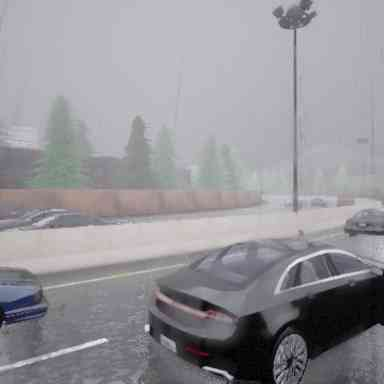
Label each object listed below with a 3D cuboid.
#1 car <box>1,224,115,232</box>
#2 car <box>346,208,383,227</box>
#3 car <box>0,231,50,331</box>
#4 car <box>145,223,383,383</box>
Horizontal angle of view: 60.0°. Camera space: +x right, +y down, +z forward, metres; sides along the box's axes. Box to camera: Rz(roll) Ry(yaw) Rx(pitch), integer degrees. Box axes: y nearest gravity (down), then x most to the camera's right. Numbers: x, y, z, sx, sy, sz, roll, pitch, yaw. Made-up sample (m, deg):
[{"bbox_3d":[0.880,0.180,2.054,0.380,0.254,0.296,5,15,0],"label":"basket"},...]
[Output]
[{"bbox_3d":[-5.292,1.568,13.369,4.674,1.442,1.812,0,0,-38],"label":"car"},{"bbox_3d":[9.563,1.544,17.046,2.033,1.411,5.357,0,0,44],"label":"car"},{"bbox_3d":[-4.974,1.574,4.597,5.357,1.411,2.033,0,0,-35],"label":"car"},{"bbox_3d":[1.638,1.496,5.261,4.902,1.511,2.128,0,0,-38],"label":"car"}]
